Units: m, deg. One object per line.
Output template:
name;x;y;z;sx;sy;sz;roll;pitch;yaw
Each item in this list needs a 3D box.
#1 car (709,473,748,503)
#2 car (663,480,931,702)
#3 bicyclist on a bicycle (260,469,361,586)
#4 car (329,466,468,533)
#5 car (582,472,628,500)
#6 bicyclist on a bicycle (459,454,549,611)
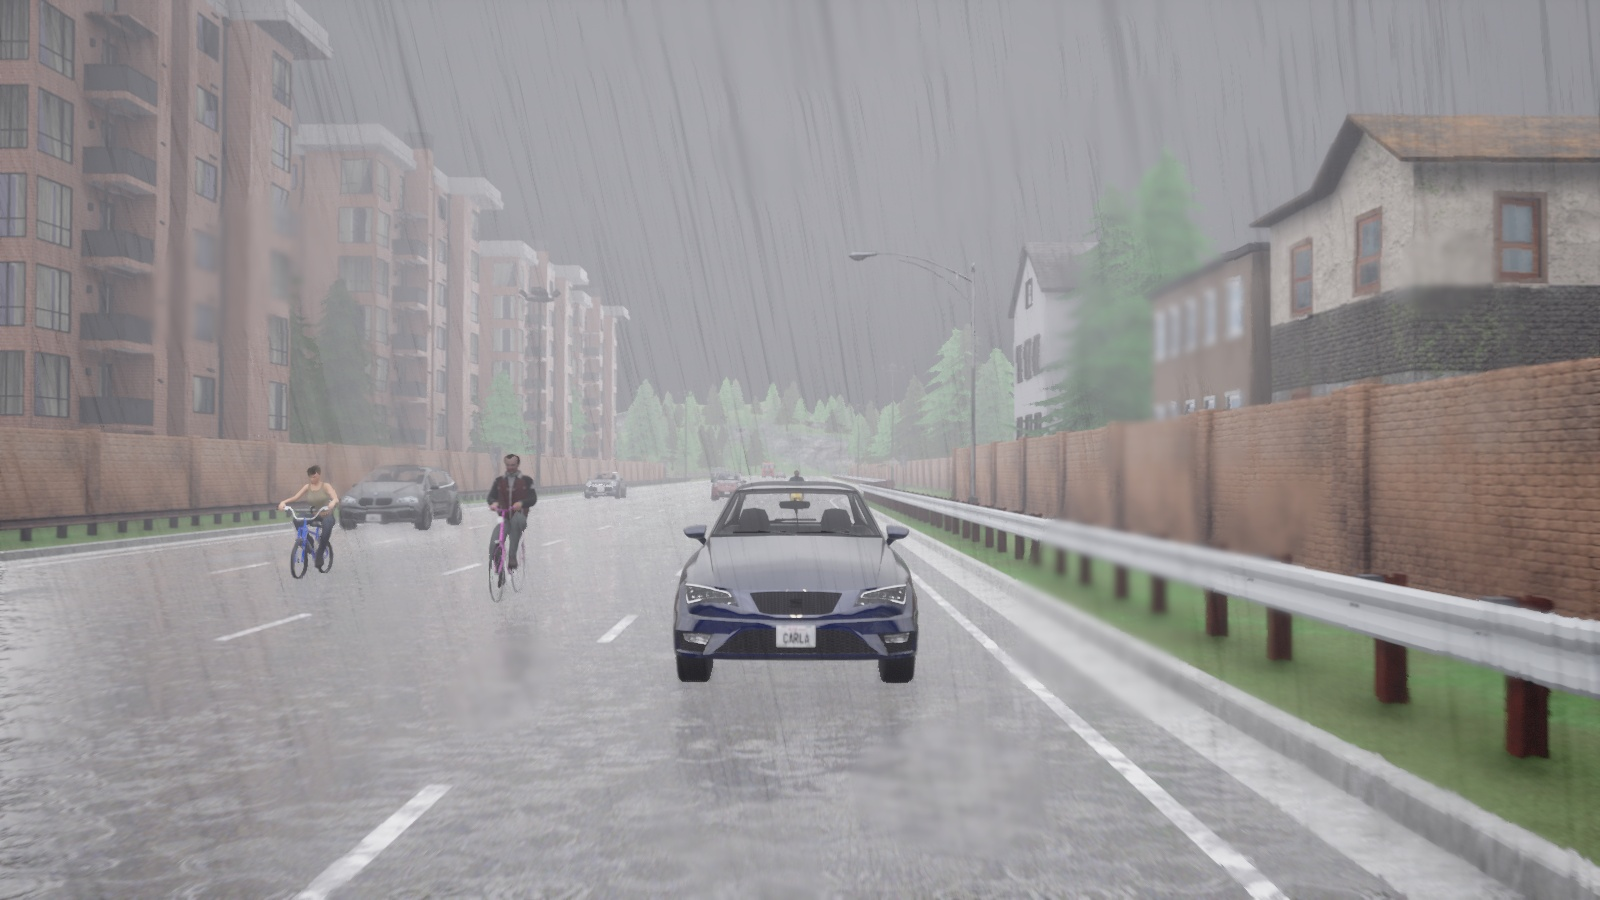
car;-3.657;1.928;64.814;1.845;1.501;3.633;0;-1;0
car;-0.026;1.006;10.626;1.816;1.474;4.193;0;-1;0
bicyclist on a bicycle;-7.040;1.083;18.157;0.866;1.612;1.509;0;-1;0
car;-10.582;1.262;33.507;2.242;1.667;4.611;0;-1;0
car;-10.667;1.977;68.957;1.970;1.475;3.806;0;-1;0
bicyclist on a bicycle;-3.537;0.953;15.168;0.659;1.776;1.843;0;-1;0
